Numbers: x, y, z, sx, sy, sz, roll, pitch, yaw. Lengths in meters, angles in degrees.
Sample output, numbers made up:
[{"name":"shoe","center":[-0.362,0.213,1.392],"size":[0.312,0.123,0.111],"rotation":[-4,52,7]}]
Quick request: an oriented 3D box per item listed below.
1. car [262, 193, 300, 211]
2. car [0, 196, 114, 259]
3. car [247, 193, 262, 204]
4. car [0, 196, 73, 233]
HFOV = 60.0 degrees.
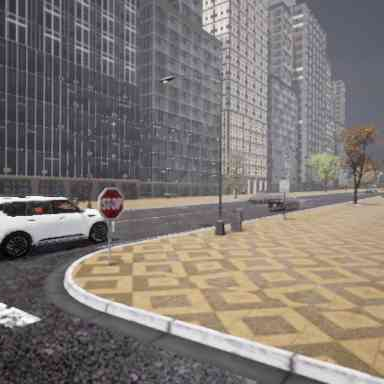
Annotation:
[{"name":"car","center":[9.165,1.003,32.894],"size":[2.128,1.511,4.902],"rotation":[1,1,36]},{"name":"car","center":[-5.652,1.167,12.748],"size":[2.150,2.045,5.566],"rotation":[0,2,36]},{"name":"car","center":[9.271,0.855,44.120],"size":[2.033,1.411,5.357],"rotation":[1,1,37]},{"name":"car","center":[-9.364,1.159,18.836],"size":[2.097,1.767,4.553],"rotation":[1,1,36]}]
